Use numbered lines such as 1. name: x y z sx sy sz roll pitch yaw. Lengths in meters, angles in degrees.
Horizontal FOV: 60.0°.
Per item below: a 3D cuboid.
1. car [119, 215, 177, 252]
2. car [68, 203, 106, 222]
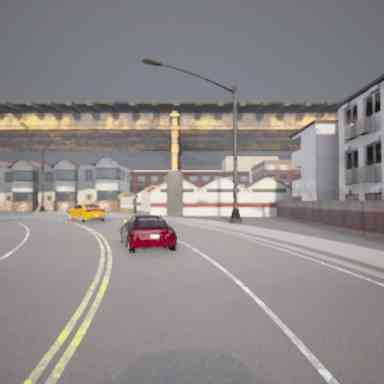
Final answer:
1. car: -2.017 1.681 14.619 1.994 1.385 4.181 0 0 -17
2. car: -9.121 1.717 28.626 1.882 1.535 5.008 1 -1 -37
